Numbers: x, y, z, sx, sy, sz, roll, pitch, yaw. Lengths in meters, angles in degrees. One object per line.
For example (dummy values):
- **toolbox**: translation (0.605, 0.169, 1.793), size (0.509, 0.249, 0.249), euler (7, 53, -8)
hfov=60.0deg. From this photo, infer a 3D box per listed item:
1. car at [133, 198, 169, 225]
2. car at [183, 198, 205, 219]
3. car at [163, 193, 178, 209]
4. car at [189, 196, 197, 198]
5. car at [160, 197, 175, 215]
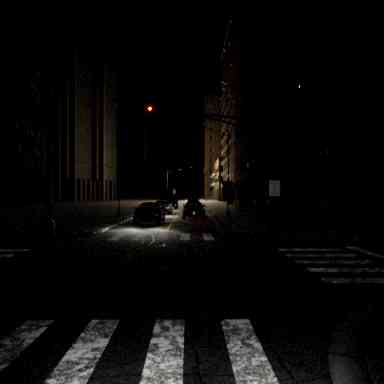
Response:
- **car**: translation (-3.056, 1.477, 24.395), size (1.882, 1.535, 5.008), euler (0, 0, 0)
- **car**: translation (0.165, 1.525, 29.426), size (1.812, 1.442, 4.674), euler (0, 0, 0)
- **car**: translation (-3.007, 1.220, 45.069), size (2.150, 2.045, 5.566), euler (0, 0, 1)
- **car**: translation (0.196, 1.474, 57.885), size (1.882, 1.535, 5.008), euler (0, 0, 0)
- **car**: translation (-3.040, 1.525, 34.359), size (1.812, 1.442, 4.674), euler (0, 0, 0)
